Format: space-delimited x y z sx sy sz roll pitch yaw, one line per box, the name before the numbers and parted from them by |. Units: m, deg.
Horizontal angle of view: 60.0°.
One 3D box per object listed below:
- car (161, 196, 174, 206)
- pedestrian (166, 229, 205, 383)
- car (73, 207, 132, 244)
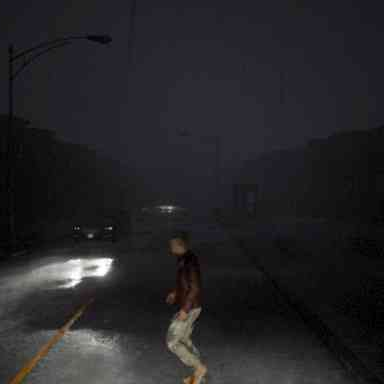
car | -3.981 1.473 54.381 2.128 1.511 4.902 0 0 0
pedestrian | -0.069 1.292 3.876 0.375 1.860 0.375 0 0 0
car | -4.076 1.486 15.783 2.128 1.511 4.902 0 0 0
